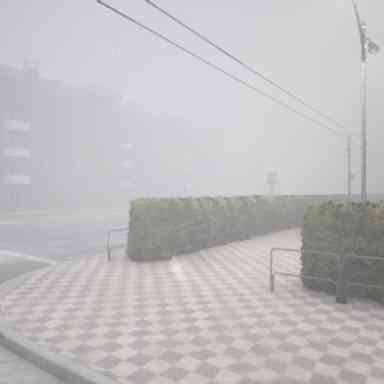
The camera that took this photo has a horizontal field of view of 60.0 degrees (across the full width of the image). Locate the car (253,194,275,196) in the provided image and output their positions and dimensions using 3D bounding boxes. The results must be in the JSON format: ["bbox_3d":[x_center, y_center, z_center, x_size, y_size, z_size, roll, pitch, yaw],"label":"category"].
[{"bbox_3d":[8.343,1.237,37.263,2.150,2.045,5.566,0,0,36],"label":"car"}]
